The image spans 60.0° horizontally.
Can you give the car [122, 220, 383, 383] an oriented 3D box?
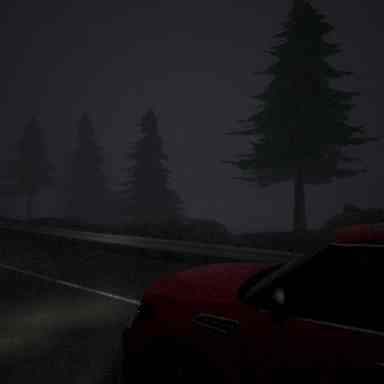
[{"bbox_3d":[1.913,1.224,2.674,5.566,2.045,2.150,-1,0,36],"label":"car"}]
